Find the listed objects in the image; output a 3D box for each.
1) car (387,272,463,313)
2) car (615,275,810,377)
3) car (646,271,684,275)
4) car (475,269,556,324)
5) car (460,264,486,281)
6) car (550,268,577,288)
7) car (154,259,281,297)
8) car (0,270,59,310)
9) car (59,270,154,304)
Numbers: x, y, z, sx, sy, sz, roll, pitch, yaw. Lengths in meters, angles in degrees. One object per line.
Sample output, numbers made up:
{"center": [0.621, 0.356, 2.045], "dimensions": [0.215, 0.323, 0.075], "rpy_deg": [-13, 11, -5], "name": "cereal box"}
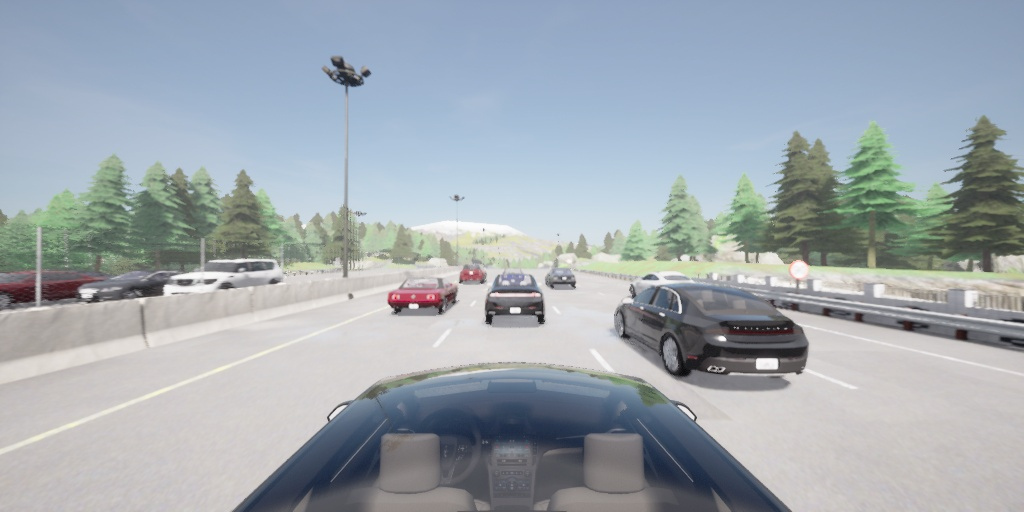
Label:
{"center": [-3.406, 1.491, 14.673], "dimensions": [1.895, 1.301, 4.718], "rpy_deg": [0, -1, 0], "name": "car"}
{"center": [3.597, 1.306, 7.487], "dimensions": [1.837, 1.490, 4.892], "rpy_deg": [0, -1, 0], "name": "car"}
{"center": [7.079, 1.442, 16.824], "dimensions": [1.812, 1.442, 4.674], "rpy_deg": [0, -1, 0], "name": "car"}
{"center": [0.095, 1.353, 12.535], "dimensions": [2.128, 1.511, 4.902], "rpy_deg": [0, -1, 0], "name": "car"}
{"center": [-3.415, 1.479, 32.177], "dimensions": [2.097, 1.767, 4.553], "rpy_deg": [0, -1, 0], "name": "car"}
{"center": [3.587, 1.602, 26.983], "dimensions": [2.033, 1.411, 5.357], "rpy_deg": [0, -1, 0], "name": "car"}
{"center": [-14.089, 1.159, 18.082], "dimensions": [2.150, 2.045, 5.566], "rpy_deg": [0, -1, 0], "name": "car"}
{"center": [-21.092, 1.386, 15.772], "dimensions": [1.882, 1.535, 5.008], "rpy_deg": [0, -1, 0], "name": "car"}
{"center": [-17.589, 1.420, 17.315], "dimensions": [2.128, 1.511, 4.902], "rpy_deg": [0, -1, 0], "name": "car"}
